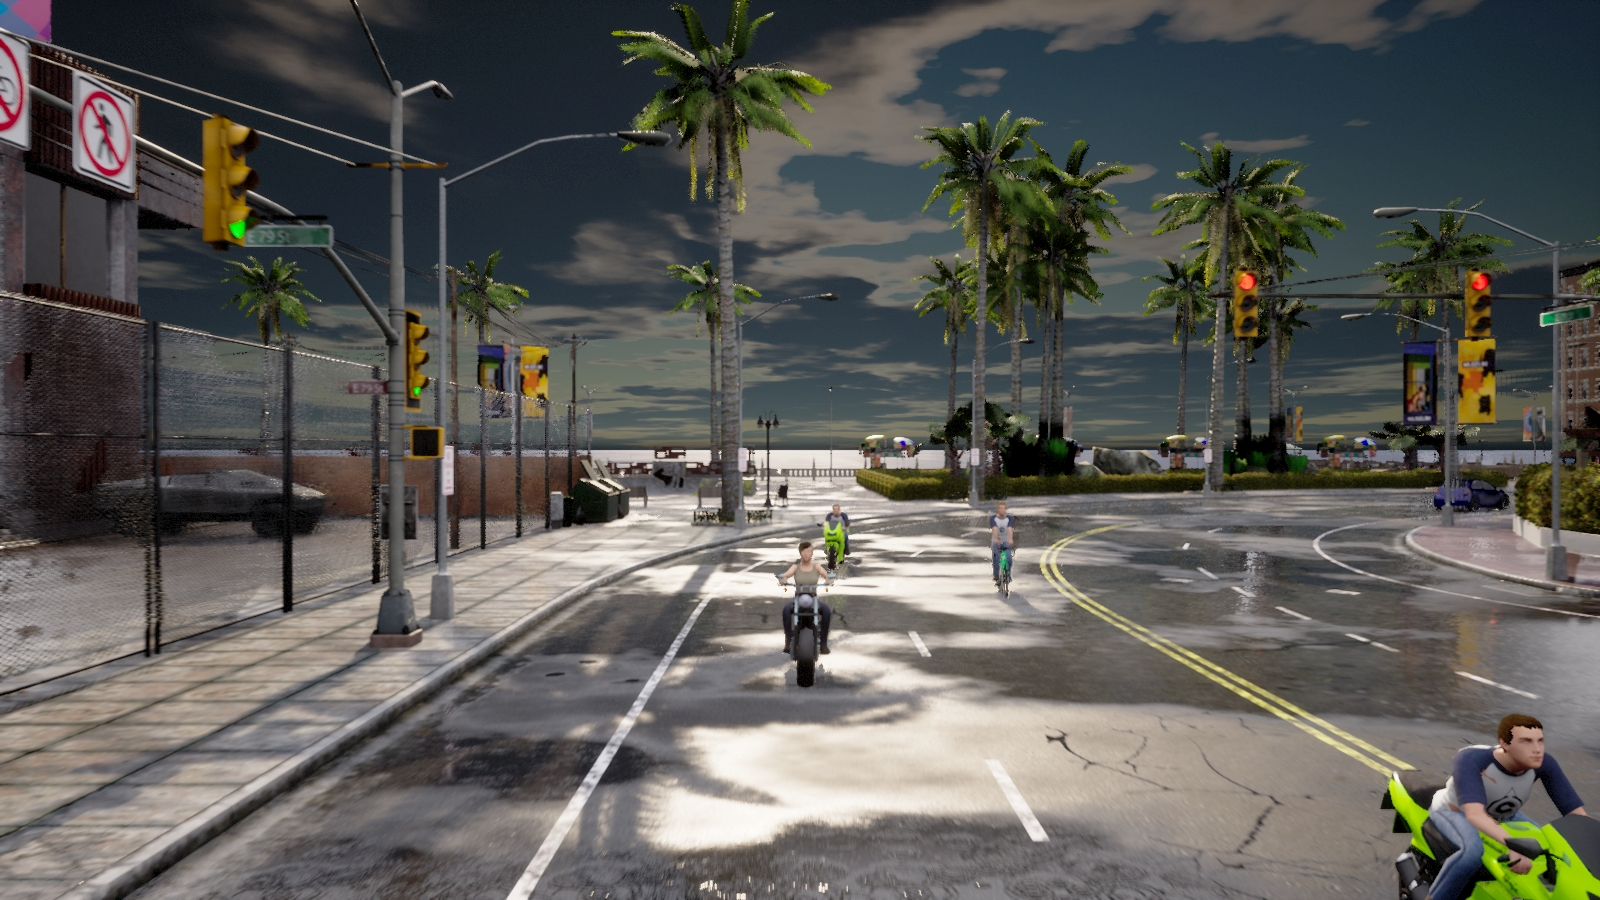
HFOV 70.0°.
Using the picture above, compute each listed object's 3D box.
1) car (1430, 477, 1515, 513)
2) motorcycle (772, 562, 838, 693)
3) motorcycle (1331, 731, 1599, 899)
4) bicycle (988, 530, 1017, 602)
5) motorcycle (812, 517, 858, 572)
[{"bbox_3d":[30.807,2.037,52.351,3.633,1.501,1.845,0,0,-31],"label":"car"},{"bbox_3d":[0.073,2.170,14.381,0.764,1.277,2.356,0,0,1],"label":"motorcycle"},{"bbox_3d":[3.500,2.213,5.648,0.803,1.145,2.033,0,0,0],"label":"motorcycle"},{"bbox_3d":[3.879,2.206,21.909,0.373,1.196,1.643,0,0,4],"label":"bicycle"},{"bbox_3d":[0.859,2.214,27.137,0.803,1.145,2.033,0,-1,10],"label":"motorcycle"}]
